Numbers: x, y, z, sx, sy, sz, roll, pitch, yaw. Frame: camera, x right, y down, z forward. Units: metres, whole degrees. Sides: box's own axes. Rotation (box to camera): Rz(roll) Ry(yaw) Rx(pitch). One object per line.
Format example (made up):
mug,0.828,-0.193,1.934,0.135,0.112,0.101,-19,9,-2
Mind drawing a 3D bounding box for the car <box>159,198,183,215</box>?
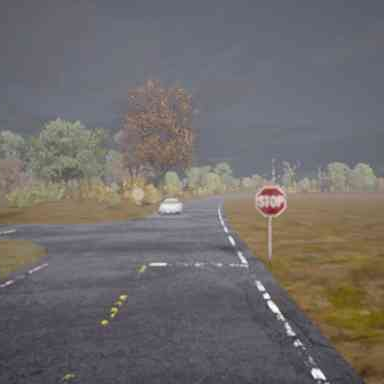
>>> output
car,-1.932,1.342,31.322,1.812,1.442,4.674,0,2,4
